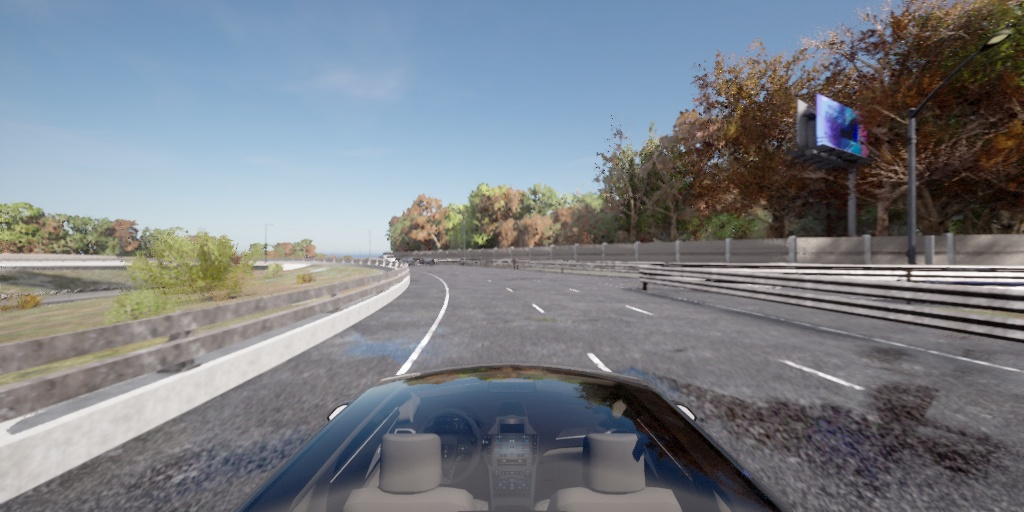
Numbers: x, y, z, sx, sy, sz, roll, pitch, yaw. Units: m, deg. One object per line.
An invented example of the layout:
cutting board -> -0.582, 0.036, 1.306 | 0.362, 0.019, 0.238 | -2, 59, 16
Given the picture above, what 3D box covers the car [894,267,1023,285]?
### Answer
car -> 20.287, 1.210, 16.208 | 4.181, 1.385, 1.994 | 0, 0, 29
